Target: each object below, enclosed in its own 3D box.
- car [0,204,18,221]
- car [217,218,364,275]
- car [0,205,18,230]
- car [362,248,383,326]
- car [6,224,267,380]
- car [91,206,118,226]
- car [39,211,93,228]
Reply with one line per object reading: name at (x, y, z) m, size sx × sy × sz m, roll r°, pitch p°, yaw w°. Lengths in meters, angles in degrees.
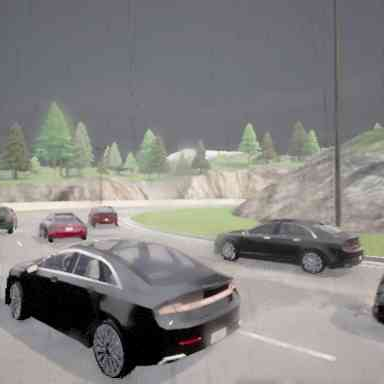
car at (-19.628, 2.015, 33.611) m, size 2.128 × 1.511 × 4.902 m, roll 0°, pitch -1°, yaw -7°
car at (2.961, 1.640, 11.040) m, size 4.892 × 1.490 × 1.837 m, roll 0°, pitch 0°, yaw 41°
car at (-12.817, 1.695, 21.981) m, size 2.097 × 1.767 × 4.553 m, roll 0°, pitch -1°, yaw -24°
car at (5.054, 1.609, 4.930) m, size 4.181 × 1.385 × 1.994 m, roll -1°, pitch -1°, yaw 35°
car at (-1.485, 1.574, 5.698) m, size 4.902 × 1.511 × 2.128 m, roll -1°, pitch -1°, yaw 41°
car at (-7.047, 1.852, 26.175) m, size 1.882 × 1.535 × 5.008 m, roll 0°, pitch 0°, yaw -21°
car at (-7.140, 1.836, 18.252) m, size 1.994 × 1.385 × 4.181 m, roll 0°, pitch -1°, yaw -31°
